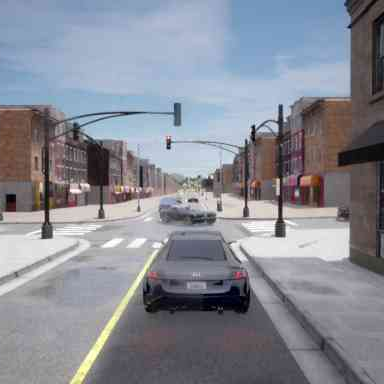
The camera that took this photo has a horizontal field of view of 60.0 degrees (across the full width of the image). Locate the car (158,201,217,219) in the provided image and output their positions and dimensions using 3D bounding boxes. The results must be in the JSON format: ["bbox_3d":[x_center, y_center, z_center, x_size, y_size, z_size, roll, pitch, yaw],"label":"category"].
[{"bbox_3d":[-0.381,1.528,22.425,1.895,1.301,4.718,-1,0,-33],"label":"car"}]

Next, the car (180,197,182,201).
[{"bbox_3d":[-2.727,1.230,55.926,2.128,1.511,4.902,0,0,1],"label":"car"}]

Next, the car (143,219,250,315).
[{"bbox_3d":[0.102,1.556,7.653,1.994,1.385,4.181,0,0,1],"label":"car"}]

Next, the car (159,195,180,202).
[{"bbox_3d":[-2.777,1.330,38.687,1.882,1.535,5.008,0,0,0],"label":"car"}]

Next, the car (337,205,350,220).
[{"bbox_3d":[12.201,1.072,21.910,5.008,1.535,1.882,-2,1,0],"label":"car"}]

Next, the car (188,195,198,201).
[{"bbox_3d":[0.215,1.282,63.577,1.895,1.301,4.718,0,0,0],"label":"car"}]
